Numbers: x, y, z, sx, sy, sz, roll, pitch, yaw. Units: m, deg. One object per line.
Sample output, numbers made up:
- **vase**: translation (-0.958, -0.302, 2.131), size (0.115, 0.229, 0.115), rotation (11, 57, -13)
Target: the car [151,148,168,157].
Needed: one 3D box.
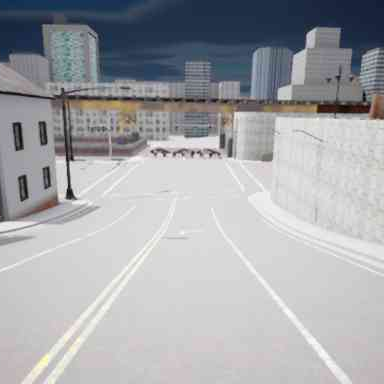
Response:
- **car**: translation (-6.394, -8.375, 69.787), size (4.974, 1.542, 2.038), rotation (13, 18, 43)

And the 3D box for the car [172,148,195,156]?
- **car**: translation (-1.742, -8.458, 69.755), size (4.536, 1.218, 1.853), rotation (-8, 16, -35)

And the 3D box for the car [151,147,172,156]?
- **car**: translation (-6.429, -8.537, 69.786), size (4.536, 1.218, 1.853), rotation (13, 18, 43)

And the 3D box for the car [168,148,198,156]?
- **car**: translation (-1.786, -8.298, 69.760), size (4.974, 1.542, 2.038), rotation (-8, 16, -35)

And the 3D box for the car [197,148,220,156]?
- **car**: translation (3.546, -8.542, 70.475), size (4.536, 1.218, 1.853), rotation (8, 15, 28)

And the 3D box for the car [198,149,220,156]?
- **car**: translation (3.589, -8.383, 70.486), size (4.974, 1.542, 2.038), rotation (8, 15, 28)
